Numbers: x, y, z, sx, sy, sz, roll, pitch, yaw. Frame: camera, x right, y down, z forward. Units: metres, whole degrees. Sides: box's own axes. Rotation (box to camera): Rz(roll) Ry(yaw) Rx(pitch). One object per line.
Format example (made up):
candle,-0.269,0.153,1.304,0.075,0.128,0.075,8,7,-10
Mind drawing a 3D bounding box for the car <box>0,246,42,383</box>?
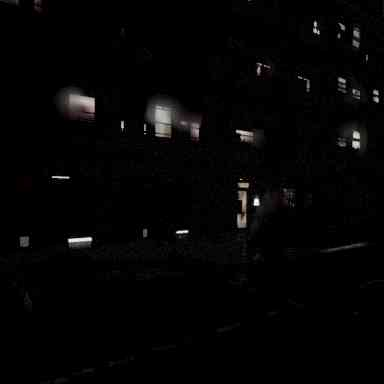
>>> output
car,-4.021,1.440,3.691,4.097,1.590,1.967,0,0,-35
